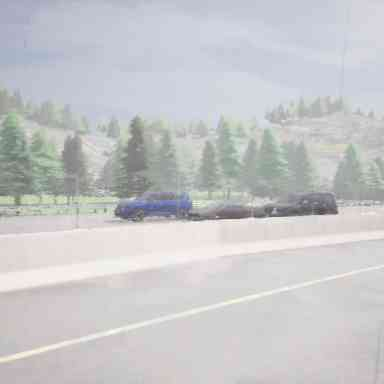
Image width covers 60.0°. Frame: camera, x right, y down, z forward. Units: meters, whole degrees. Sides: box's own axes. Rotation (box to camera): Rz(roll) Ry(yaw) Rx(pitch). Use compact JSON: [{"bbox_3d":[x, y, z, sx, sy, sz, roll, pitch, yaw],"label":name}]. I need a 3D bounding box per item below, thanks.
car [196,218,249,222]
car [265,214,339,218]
[{"bbox_3d":[2.289,1.327,22.218,5.357,1.411,2.033,0,1,-32],"label":"car"},{"bbox_3d":[6.781,1.049,20.847,5.566,2.045,2.150,0,1,-31],"label":"car"}]
